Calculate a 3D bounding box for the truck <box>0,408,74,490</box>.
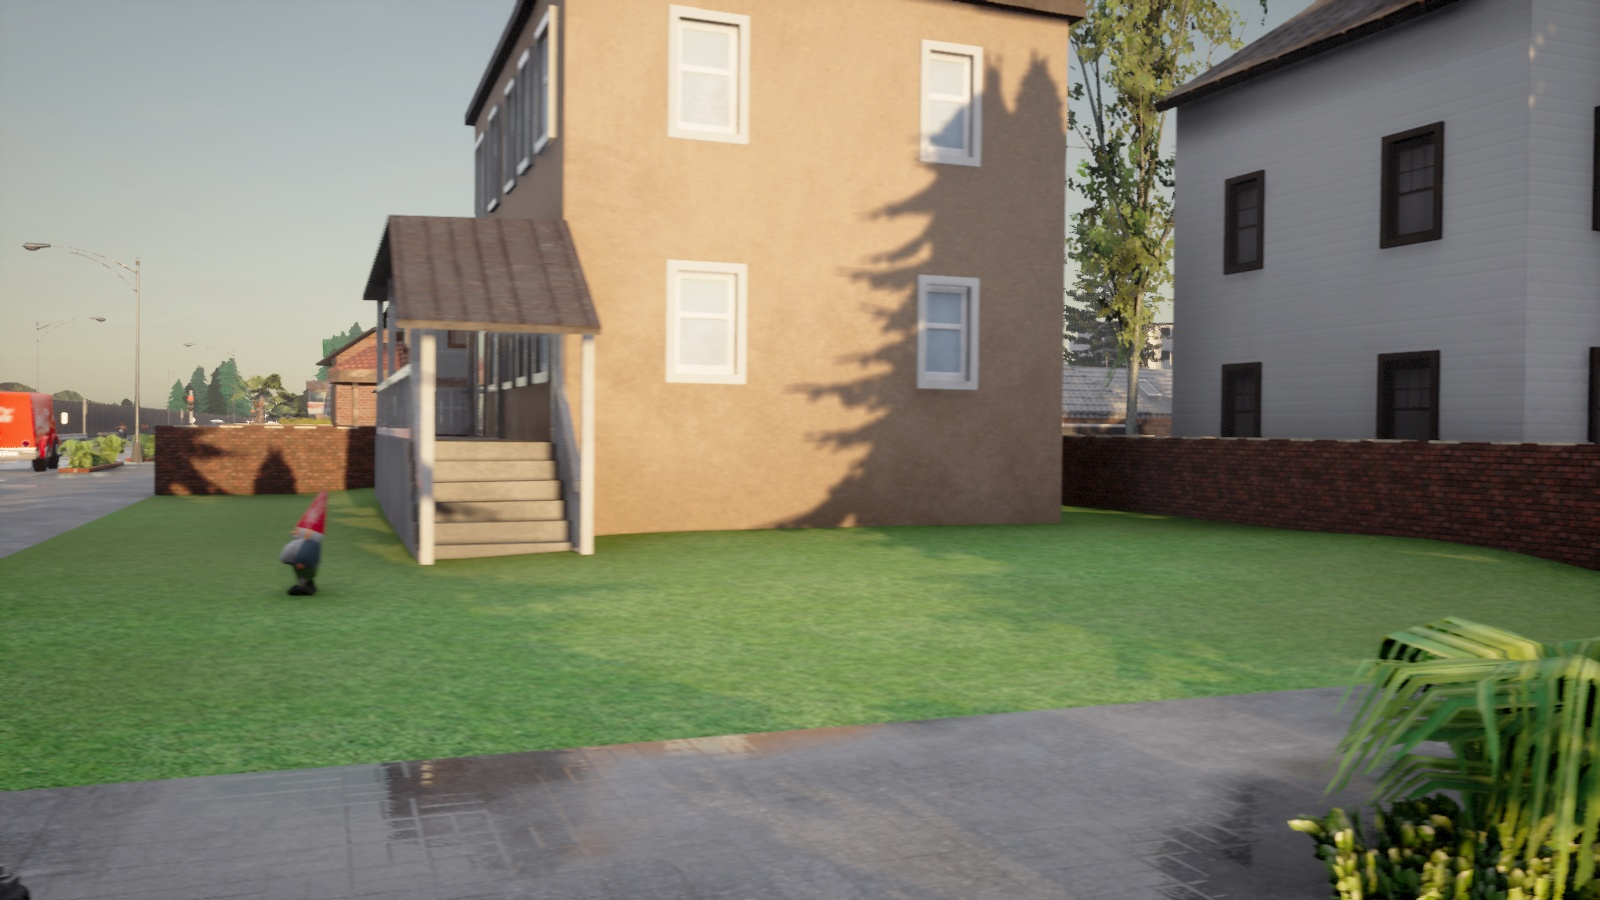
[{"bbox_3d":[-25.030,-0.052,39.861,2.627,2.467,5.204,-1,1,-21],"label":"truck"}]
